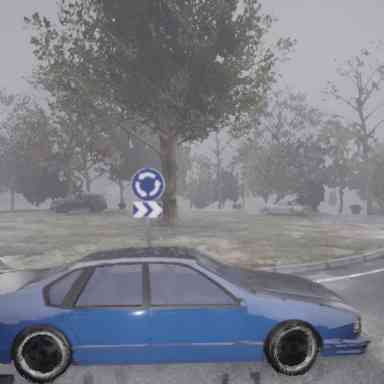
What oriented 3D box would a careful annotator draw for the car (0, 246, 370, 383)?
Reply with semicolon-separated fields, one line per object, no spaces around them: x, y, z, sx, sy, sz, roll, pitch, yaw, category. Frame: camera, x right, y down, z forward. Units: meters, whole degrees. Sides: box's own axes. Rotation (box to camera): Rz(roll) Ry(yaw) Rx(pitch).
-0.465;1.544;4.824;5.357;1.411;2.033;0;0;-3;car

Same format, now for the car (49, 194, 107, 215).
-11.541;1.194;34.031;5.566;2.045;2.150;0;-1;-35;car

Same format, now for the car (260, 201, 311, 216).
9.042;1.575;32.579;1.895;1.301;4.718;0;0;-44;car
